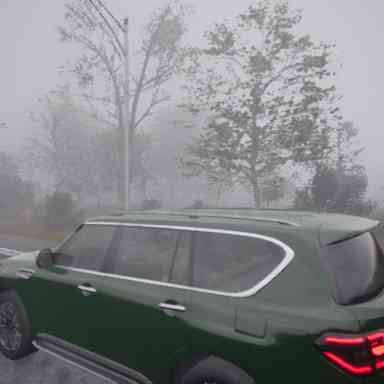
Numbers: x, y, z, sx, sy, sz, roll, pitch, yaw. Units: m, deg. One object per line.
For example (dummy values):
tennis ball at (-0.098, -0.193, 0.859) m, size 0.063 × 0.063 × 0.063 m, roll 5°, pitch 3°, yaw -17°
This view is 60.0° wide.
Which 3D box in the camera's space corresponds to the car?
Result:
car at (-0.417, 1.222, 4.288) m, size 5.566 × 2.045 × 2.150 m, roll 0°, pitch 0°, yaw 35°
